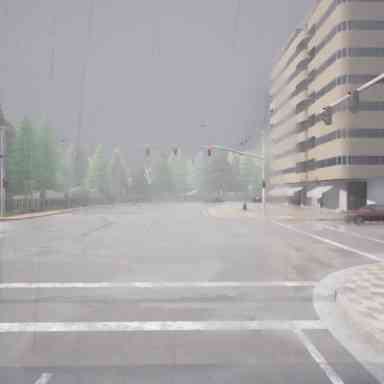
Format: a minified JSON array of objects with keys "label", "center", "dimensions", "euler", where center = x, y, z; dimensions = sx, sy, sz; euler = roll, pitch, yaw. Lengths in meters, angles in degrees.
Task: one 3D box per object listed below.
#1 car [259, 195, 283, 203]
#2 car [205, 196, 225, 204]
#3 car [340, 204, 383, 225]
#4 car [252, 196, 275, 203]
[{"label":"car","center":[17.586,1.525,73.664],"dimensions":[4.902,1.511,2.128],"euler":[0,0,-23]},{"label":"car","center":[4.410,1.491,62.897],"dimensions":[2.128,1.511,4.902],"euler":[0,0,37]},{"label":"car","center":[13.191,1.581,24.039],"dimensions":[4.674,1.442,1.812],"euler":[0,0,-1]},{"label":"car","center":[14.269,1.525,67.786],"dimensions":[4.674,1.442,1.812],"euler":[0,0,-34]}]
